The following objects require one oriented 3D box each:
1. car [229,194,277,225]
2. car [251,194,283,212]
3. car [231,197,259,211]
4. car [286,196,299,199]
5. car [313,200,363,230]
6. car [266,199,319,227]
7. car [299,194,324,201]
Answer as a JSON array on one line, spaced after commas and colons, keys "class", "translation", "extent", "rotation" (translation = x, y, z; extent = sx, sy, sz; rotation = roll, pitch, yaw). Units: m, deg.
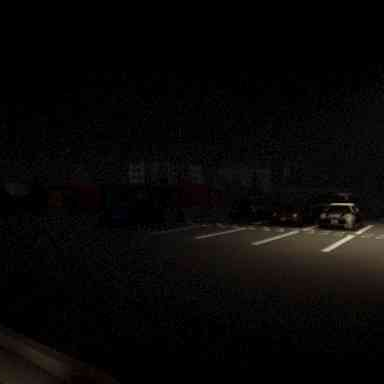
[{"class": "car", "translation": [4.408, 1.208, 23.182], "extent": [1.932, 1.855, 4.605], "rotation": [0, 0, 36]}, {"class": "car", "translation": [8.743, 1.208, 38.637], "extent": [1.932, 1.855, 4.605], "rotation": [0, 0, 36]}, {"class": "car", "translation": [6.435, 1.419, 40.387], "extent": [1.784, 1.438, 3.905], "rotation": [0, 0, 36]}, {"class": "car", "translation": [16.661, 1.449, 54.547], "extent": [1.970, 1.475, 3.806], "rotation": [0, 0, 36]}, {"class": "car", "translation": [8.955, 1.450, 19.951], "extent": [1.970, 1.475, 3.806], "rotation": [0, 0, 36]}, {"class": "car", "translation": [6.611, 1.419, 21.649], "extent": [1.784, 1.438, 3.905], "rotation": [0, 0, 36]}, {"class": "car", "translation": [19.000, 1.210, 52.841], "extent": [1.905, 1.878, 3.866], "rotation": [0, 0, 36]}]
